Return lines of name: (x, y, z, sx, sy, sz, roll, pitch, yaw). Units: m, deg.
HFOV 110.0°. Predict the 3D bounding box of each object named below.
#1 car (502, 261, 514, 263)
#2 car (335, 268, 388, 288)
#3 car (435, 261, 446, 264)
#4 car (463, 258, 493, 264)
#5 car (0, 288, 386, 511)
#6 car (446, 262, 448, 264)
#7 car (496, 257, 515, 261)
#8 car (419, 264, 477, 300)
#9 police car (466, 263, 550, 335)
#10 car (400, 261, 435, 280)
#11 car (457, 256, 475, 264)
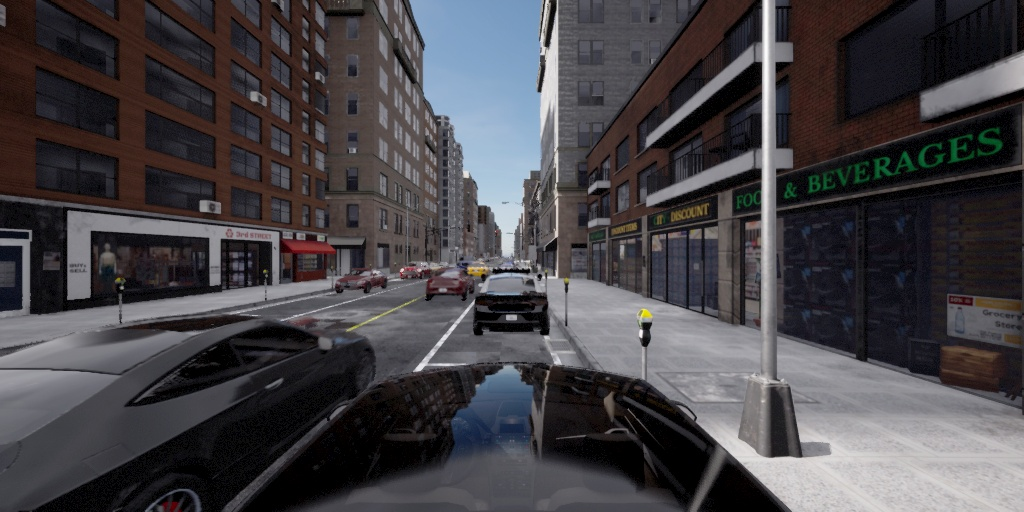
car: (-0.383, 1.300, 25.913, 2.007, 1.370, 4.403, 0, 0, 0)
car: (-8.408, 1.332, 20.388, 1.802, 1.307, 4.207, 0, 0, 0)
car: (-8.408, 1.275, 36.773, 1.751, 1.417, 4.829, 0, 0, 0)
car: (-3.020, 1.206, 32.634, 1.801, 1.575, 5.366, 0, 0, 0)
car: (-2.916, 1.275, 3.364, 1.812, 1.442, 4.674, 0, 0, 0)
car: (-8.408, 1.300, 42.461, 2.007, 1.370, 4.403, 0, 0, 0)
car: (-0.383, 1.190, 36.951, 1.967, 1.591, 4.097, 0, 0, 0)
car: (-2.920, 1.276, 17.455, 1.812, 1.442, 4.674, 0, 0, 0)
police car: (-0.012, 1.175, 10.610, 1.930, 1.638, 5.238, 0, 0, 0)
car: (-8.408, 1.190, 31.425, 1.967, 1.591, 4.097, 0, 0, 0)
car: (-5.770, 0.993, 46.169, 2.150, 2.045, 5.566, 0, 0, 0)
